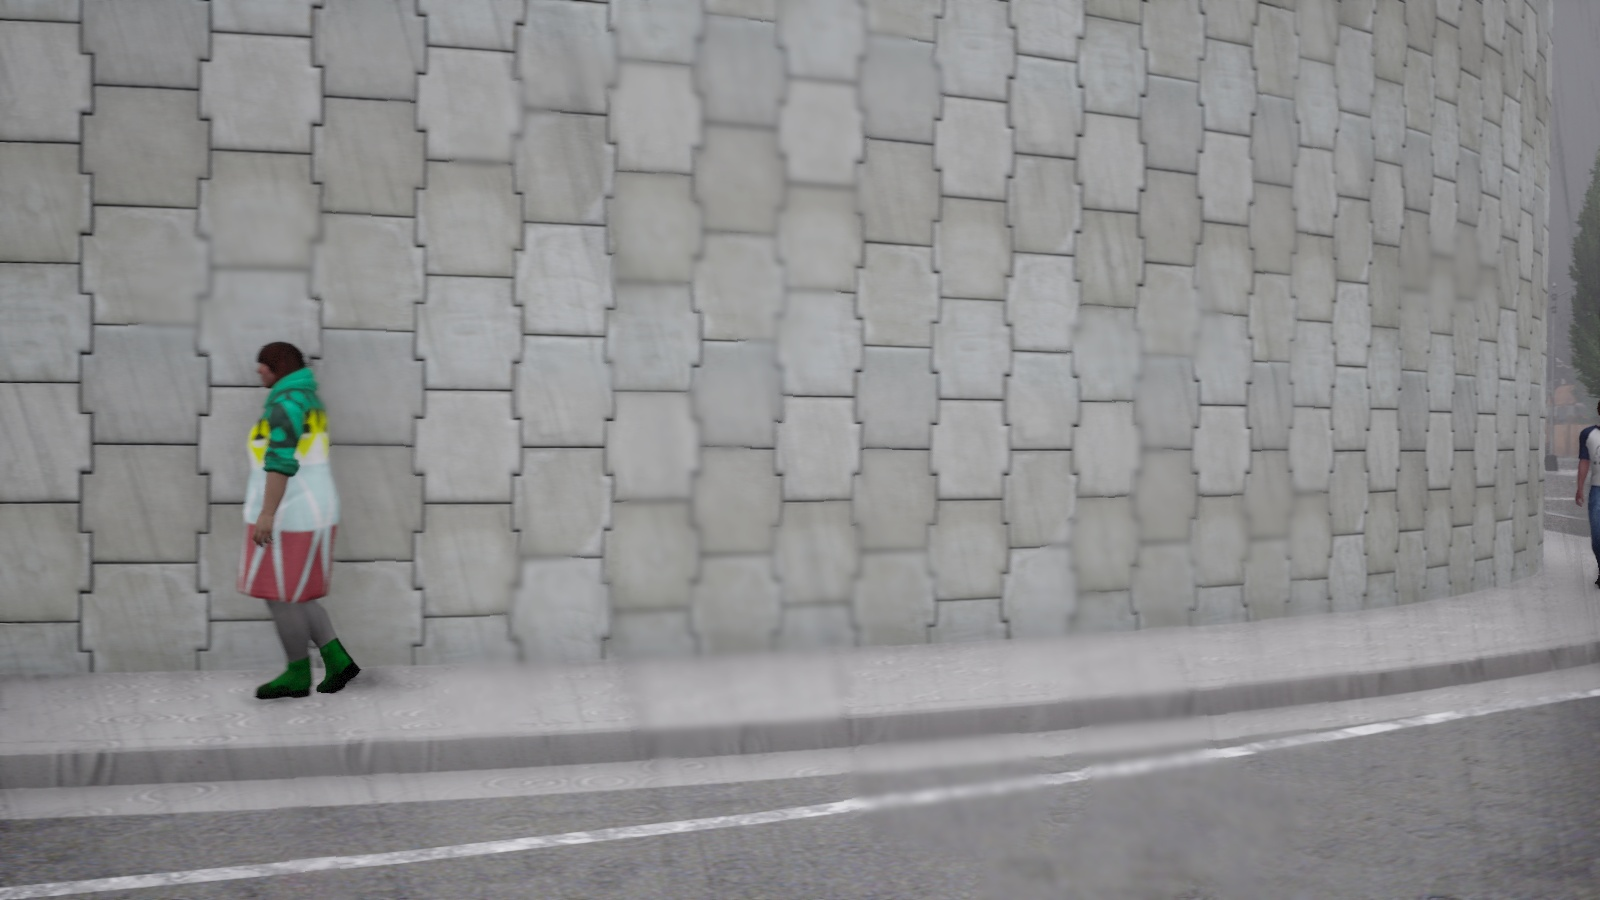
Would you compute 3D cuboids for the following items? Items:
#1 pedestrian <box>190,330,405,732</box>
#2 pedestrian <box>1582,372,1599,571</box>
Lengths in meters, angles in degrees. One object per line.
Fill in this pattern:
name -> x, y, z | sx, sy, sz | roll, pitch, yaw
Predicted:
pedestrian -> -2.557, 0.386, 6.477 | 0.873, 1.952, 0.659 | -1, 1, -9
pedestrian -> 7.643, 0.191, 11.813 | 0.354, 1.836, 0.706 | 0, 1, 43
